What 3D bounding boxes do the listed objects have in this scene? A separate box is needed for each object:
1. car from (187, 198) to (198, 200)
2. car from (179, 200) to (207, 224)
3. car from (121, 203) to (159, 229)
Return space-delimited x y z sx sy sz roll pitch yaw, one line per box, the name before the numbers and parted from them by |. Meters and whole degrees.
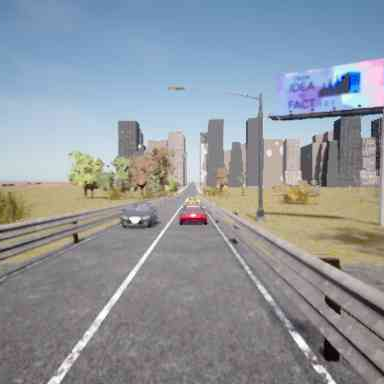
car | 0.097 1.464 42.420 1.882 1.535 5.008 0 0 0
car | 0.098 1.556 24.707 1.994 1.385 4.181 0 0 0
car | -3.306 1.486 21.837 2.128 1.511 4.902 0 0 1
